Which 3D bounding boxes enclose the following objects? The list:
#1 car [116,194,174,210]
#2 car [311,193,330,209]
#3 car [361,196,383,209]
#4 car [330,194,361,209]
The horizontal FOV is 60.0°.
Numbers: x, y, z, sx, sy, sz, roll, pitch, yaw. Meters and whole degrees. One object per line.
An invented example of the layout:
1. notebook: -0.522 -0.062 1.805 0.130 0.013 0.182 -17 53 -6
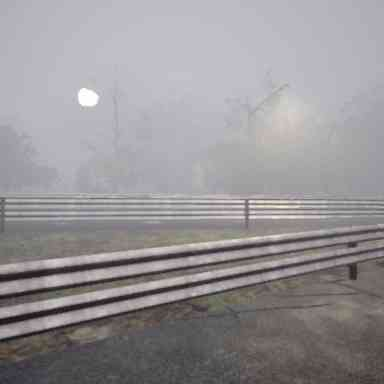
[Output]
1. car: -3.713 0.900 26.637 4.674 1.442 1.812 1 0 -15
2. car: 13.637 0.942 31.188 4.553 1.767 2.097 1 0 -15
3. car: 15.417 1.090 24.420 5.008 1.535 1.882 1 0 -15
4. car: 14.550 1.093 27.810 4.902 1.511 2.128 1 0 -15
